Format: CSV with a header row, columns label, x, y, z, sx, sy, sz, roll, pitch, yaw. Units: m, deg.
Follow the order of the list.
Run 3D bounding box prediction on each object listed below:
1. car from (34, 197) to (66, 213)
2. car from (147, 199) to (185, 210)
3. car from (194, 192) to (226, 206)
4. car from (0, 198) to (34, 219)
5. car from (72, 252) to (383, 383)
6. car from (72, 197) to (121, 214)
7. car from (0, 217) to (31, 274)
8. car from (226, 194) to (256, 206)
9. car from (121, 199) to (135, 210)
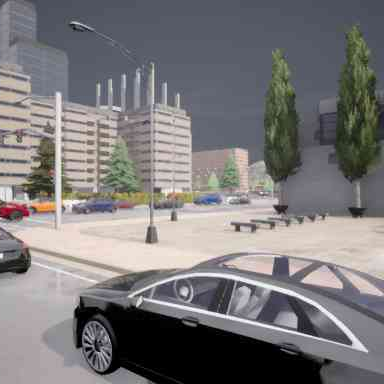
label,x,y,z,sx,sy,sz,roll,pitch,yaw
car,-15.447,1.352,34.148,2.097,1.767,4.553,0,0,42
car,-3.262,1.548,42.753,2.033,1.411,5.357,0,0,41
car,2.659,1.221,54.885,2.150,2.045,5.566,0,0,41
car,-14.903,1.221,24.131,5.566,2.045,2.150,0,1,-38
car,0.548,1.492,3.888,4.902,1.511,2.128,0,0,38
car,-10.185,1.352,34.775,2.097,1.767,4.553,0,0,41
car,-6.354,1.564,9.511,4.181,1.385,1.994,0,0,40
car,8.077,1.492,55.749,2.128,1.511,4.902,0,0,41
car,-9.091,1.563,41.360,1.994,1.385,4.181,0,0,42
